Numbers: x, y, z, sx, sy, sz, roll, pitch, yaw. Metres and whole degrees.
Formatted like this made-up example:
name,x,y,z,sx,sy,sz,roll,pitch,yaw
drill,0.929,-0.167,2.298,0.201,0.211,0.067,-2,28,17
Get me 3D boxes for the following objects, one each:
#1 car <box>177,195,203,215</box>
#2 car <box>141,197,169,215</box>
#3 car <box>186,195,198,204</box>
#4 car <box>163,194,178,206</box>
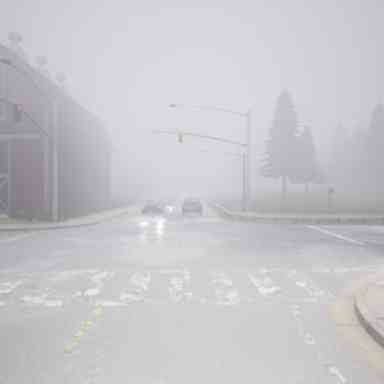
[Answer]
name,x,y,z,sx,sy,sz,roll,pitch,yaw
car,0.015,1.312,31.054,2.128,1.511,4.902,0,0,0
car,-3.584,1.418,31.462,1.895,1.301,4.718,0,0,0
car,0.027,1.220,56.519,2.033,1.411,5.357,0,0,0
car,-3.561,1.208,48.843,2.128,1.511,4.902,0,0,0
